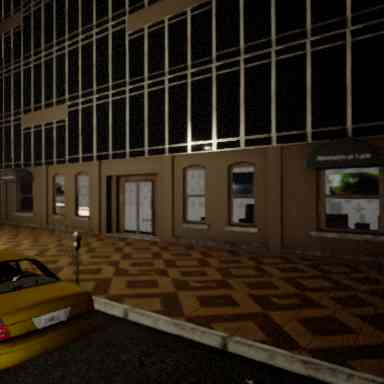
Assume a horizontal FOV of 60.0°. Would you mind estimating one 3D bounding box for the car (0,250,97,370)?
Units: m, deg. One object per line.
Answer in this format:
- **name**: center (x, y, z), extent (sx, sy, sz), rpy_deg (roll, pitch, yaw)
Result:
- **car**: center (-3.602, 1.524, 5.453), extent (4.829, 1.417, 1.752), rpy_deg (0, 0, 36)
